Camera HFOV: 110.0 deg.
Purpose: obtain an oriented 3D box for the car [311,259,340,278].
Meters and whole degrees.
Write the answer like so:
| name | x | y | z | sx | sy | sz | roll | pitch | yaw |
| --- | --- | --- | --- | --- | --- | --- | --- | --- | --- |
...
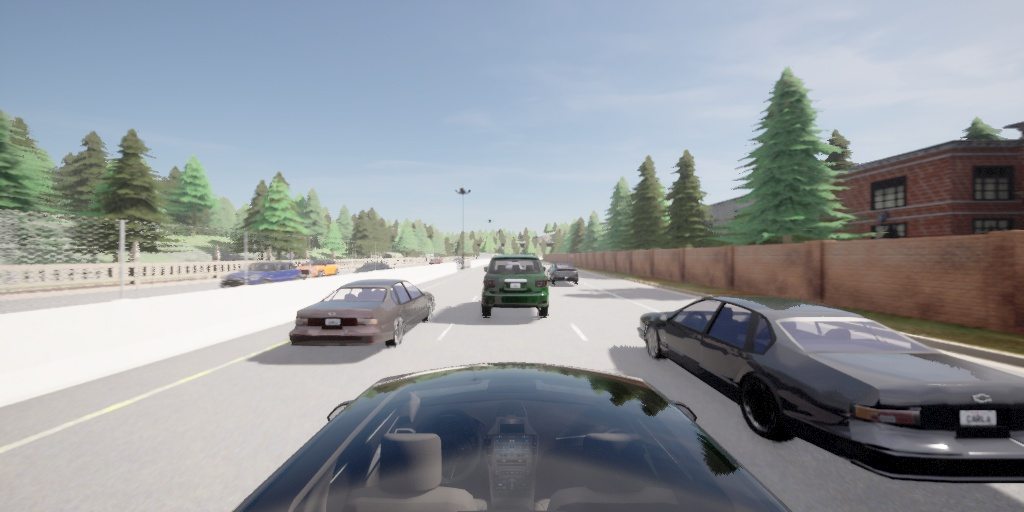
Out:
| name | x | y | z | sx | sy | sz | roll | pitch | yaw |
| --- | --- | --- | --- | --- | --- | --- | --- | --- | --- |
| car | -17.582 | 1.105 | 32.504 | 2.097 | 1.767 | 4.553 | 0 | 0 | 0 |

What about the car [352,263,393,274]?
| name | x | y | z | sx | sy | sz | roll | pitch | yaw |
| --- | --- | --- | --- | --- | --- | --- | --- | --- | --- |
| car | -10.587 | 1.260 | 27.499 | 1.837 | 1.490 | 4.892 | 0 | 0 | 0 |

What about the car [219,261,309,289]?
| name | x | y | z | sx | sy | sz | roll | pitch | yaw |
| --- | --- | --- | --- | --- | --- | --- | --- | --- | --- |
| car | -14.092 | 1.104 | 20.423 | 2.097 | 1.767 | 4.553 | 0 | 0 | 0 |

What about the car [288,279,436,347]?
| name | x | y | z | sx | sy | sz | roll | pitch | yaw |
| --- | --- | --- | --- | --- | --- | --- | --- | --- | --- |
| car | -3.398 | 1.298 | 9.301 | 2.033 | 1.411 | 5.357 | 0 | 0 | 0 |

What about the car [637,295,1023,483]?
| name | x | y | z | sx | sy | sz | roll | pitch | yaw |
| --- | --- | --- | --- | --- | --- | --- | --- | --- | --- |
| car | 3.601 | 1.298 | 5.282 | 2.033 | 1.411 | 5.357 | 0 | 0 | 0 |

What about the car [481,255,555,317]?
| name | x | y | z | sx | sy | sz | roll | pitch | yaw |
| --- | --- | --- | --- | --- | --- | --- | --- | --- | --- |
| car | 0.103 | 0.973 | 13.275 | 2.150 | 2.045 | 5.566 | 0 | 0 | 0 |

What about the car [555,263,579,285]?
| name | x | y | z | sx | sy | sz | roll | pitch | yaw |
| --- | --- | --- | --- | --- | --- | --- | --- | --- | --- |
| car | 3.607 | 1.244 | 26.127 | 2.128 | 1.511 | 4.902 | 0 | 0 | 0 |
